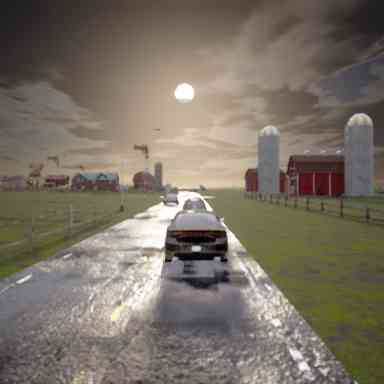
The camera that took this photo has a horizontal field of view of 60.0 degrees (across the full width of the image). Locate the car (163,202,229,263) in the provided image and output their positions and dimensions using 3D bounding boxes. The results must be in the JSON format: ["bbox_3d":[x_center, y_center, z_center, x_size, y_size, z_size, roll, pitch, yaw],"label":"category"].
[{"bbox_3d":[0.132,1.315,11.368,1.882,1.535,5.008,0,1,0],"label":"car"}]

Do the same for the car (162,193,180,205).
[{"bbox_3d":[-2.628,0.923,42.772,1.812,1.442,4.674,0,1,0],"label":"car"}]

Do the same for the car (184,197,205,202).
[{"bbox_3d":[0.233,1.145,29.674,1.994,1.385,4.181,0,1,0],"label":"car"}]
